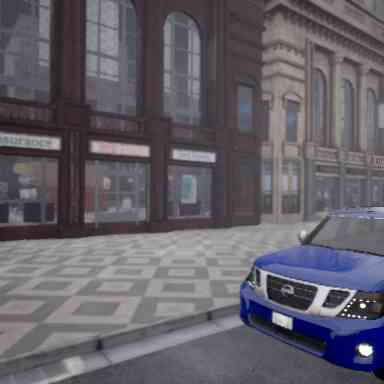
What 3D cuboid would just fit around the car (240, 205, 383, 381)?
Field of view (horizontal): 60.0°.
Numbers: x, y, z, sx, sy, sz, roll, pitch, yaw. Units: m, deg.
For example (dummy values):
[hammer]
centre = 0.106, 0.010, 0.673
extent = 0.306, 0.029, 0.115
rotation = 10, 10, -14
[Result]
[car]
centre = 3.367, 1.286, 5.773
extent = 5.566, 2.045, 2.150
rotation = 1, 0, -36
